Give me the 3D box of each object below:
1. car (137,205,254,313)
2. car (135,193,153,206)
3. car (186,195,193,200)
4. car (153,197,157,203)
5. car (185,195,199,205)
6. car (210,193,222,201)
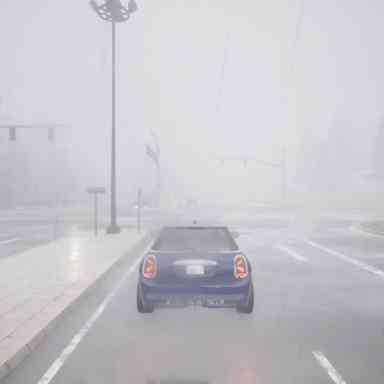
[{"bbox_3d":[0.072,1.352,7.803,2.097,1.767,4.553,0,0,0],"label":"car"},{"bbox_3d":[-8.265,1.350,55.982,2.097,1.767,4.553,0,0,-1],"label":"car"},{"bbox_3d":[-0.803,1.497,95.320,1.837,1.490,4.892,0,0,-1],"label":"car"},{"bbox_3d":[-8.363,1.545,65.596,2.033,1.411,5.357,0,0,0],"label":"car"},{"bbox_3d":[-0.157,1.524,54.623,1.812,1.442,4.674,0,0,-1],"label":"car"},{"bbox_3d":[6.363,1.212,84.913,2.150,2.045,5.566,0,0,-1],"label":"car"}]
